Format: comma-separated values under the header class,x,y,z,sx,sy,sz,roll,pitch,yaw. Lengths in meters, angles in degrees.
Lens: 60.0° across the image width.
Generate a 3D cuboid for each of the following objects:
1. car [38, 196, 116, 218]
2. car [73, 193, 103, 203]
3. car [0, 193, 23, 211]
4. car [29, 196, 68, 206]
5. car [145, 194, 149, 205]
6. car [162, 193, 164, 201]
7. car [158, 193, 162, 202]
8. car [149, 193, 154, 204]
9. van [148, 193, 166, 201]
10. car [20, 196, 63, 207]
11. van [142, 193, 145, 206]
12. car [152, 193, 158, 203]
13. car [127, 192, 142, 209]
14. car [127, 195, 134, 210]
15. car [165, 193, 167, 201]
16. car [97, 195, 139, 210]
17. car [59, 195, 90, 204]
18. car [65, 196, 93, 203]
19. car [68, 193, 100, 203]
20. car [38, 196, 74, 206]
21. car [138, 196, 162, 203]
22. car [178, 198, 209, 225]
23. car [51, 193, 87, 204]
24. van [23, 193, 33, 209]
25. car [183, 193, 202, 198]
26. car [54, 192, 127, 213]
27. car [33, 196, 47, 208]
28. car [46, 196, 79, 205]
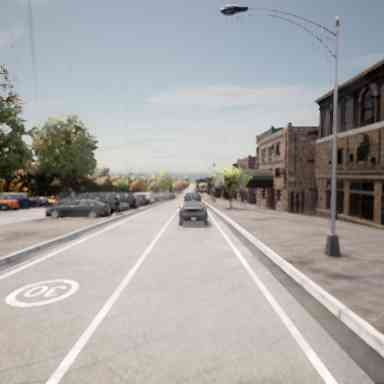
class,x,y,z,sx,sy,sz,roll,pitch,yaw
car,-8.849,1.318,25.884,4.892,1.521,2.231,0,0,0
car,-21.951,1.217,70.345,5.566,2.045,2.435,0,0,0
car,-21.903,1.195,37.050,4.553,1.767,2.185,0,0,0
car,-21.943,1.369,50.973,5.008,1.535,2.097,0,0,0
car,-8.855,1.348,45.504,4.892,1.521,2.231,0,0,0
car,-9.081,1.447,67.926,5.366,1.575,1.946,0,0,0
car,-8.886,1.431,65.126,5.008,1.535,2.097,0,0,0
car,-8.863,1.368,51.110,5.008,1.535,2.097,0,0,0
van,-8.806,1.341,84.747,4.442,1.987,1.878,0,0,0
car,-21.759,1.356,48.187,5.366,1.575,1.946,0,0,0
van,-8.742,1.111,42.700,4.442,1.987,1.878,0,0,0
car,-8.902,1.127,53.914,5.566,2.045,2.435,0,0,0
car,-8.882,1.068,37.095,5.566,2.045,2.435,0,0,0
car,-8.859,1.314,34.290,4.892,1.521,2.231,0,0,0
car,-8.880,1.537,76.336,4.792,1.488,2.163,0,0,0
car,-8.824,1.201,39.896,4.553,1.767,2.185,0,0,0
car,-21.961,1.417,62.113,5.008,1.535,2.097,0,0,0
car,-21.968,1.471,64.774,4.674,1.452,2.002,0,0,0
car,-21.946,1.198,67.683,5.566,2.045,2.435,0,0,0
car,-21.923,1.409,53.758,4.792,1.488,2.163,0,0,0
car,-8.930,1.499,70.729,4.792,1.488,2.163,0,0,0
car,0.094,1.363,22.624,1.837,1.490,4.892,0,0,0
car,-21.934,1.151,59.328,5.566,2.045,2.435,0,0,0
van,-22.051,1.101,39.831,4.442,1.987,1.878,0,0,0
car,0.089,1.088,41.505,2.150,2.045,5.566,0,0,0
car,-8.882,1.061,28.685,5.566,2.045,2.435,0,0,0
car,-21.938,1.388,45.402,4.674,1.452,2.002,0,0,0
car,-21.986,1.420,56.543,4.792,1.488,2.163,0,0,0
